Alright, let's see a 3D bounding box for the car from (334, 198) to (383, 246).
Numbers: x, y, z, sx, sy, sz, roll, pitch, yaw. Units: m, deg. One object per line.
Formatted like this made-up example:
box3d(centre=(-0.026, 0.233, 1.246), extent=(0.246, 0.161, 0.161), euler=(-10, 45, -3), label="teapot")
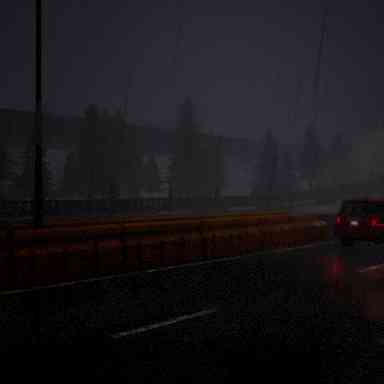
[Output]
box3d(centre=(8.295, 1.257, 14.085), extent=(5.566, 2.045, 2.150), euler=(0, 0, -36), label="car")
